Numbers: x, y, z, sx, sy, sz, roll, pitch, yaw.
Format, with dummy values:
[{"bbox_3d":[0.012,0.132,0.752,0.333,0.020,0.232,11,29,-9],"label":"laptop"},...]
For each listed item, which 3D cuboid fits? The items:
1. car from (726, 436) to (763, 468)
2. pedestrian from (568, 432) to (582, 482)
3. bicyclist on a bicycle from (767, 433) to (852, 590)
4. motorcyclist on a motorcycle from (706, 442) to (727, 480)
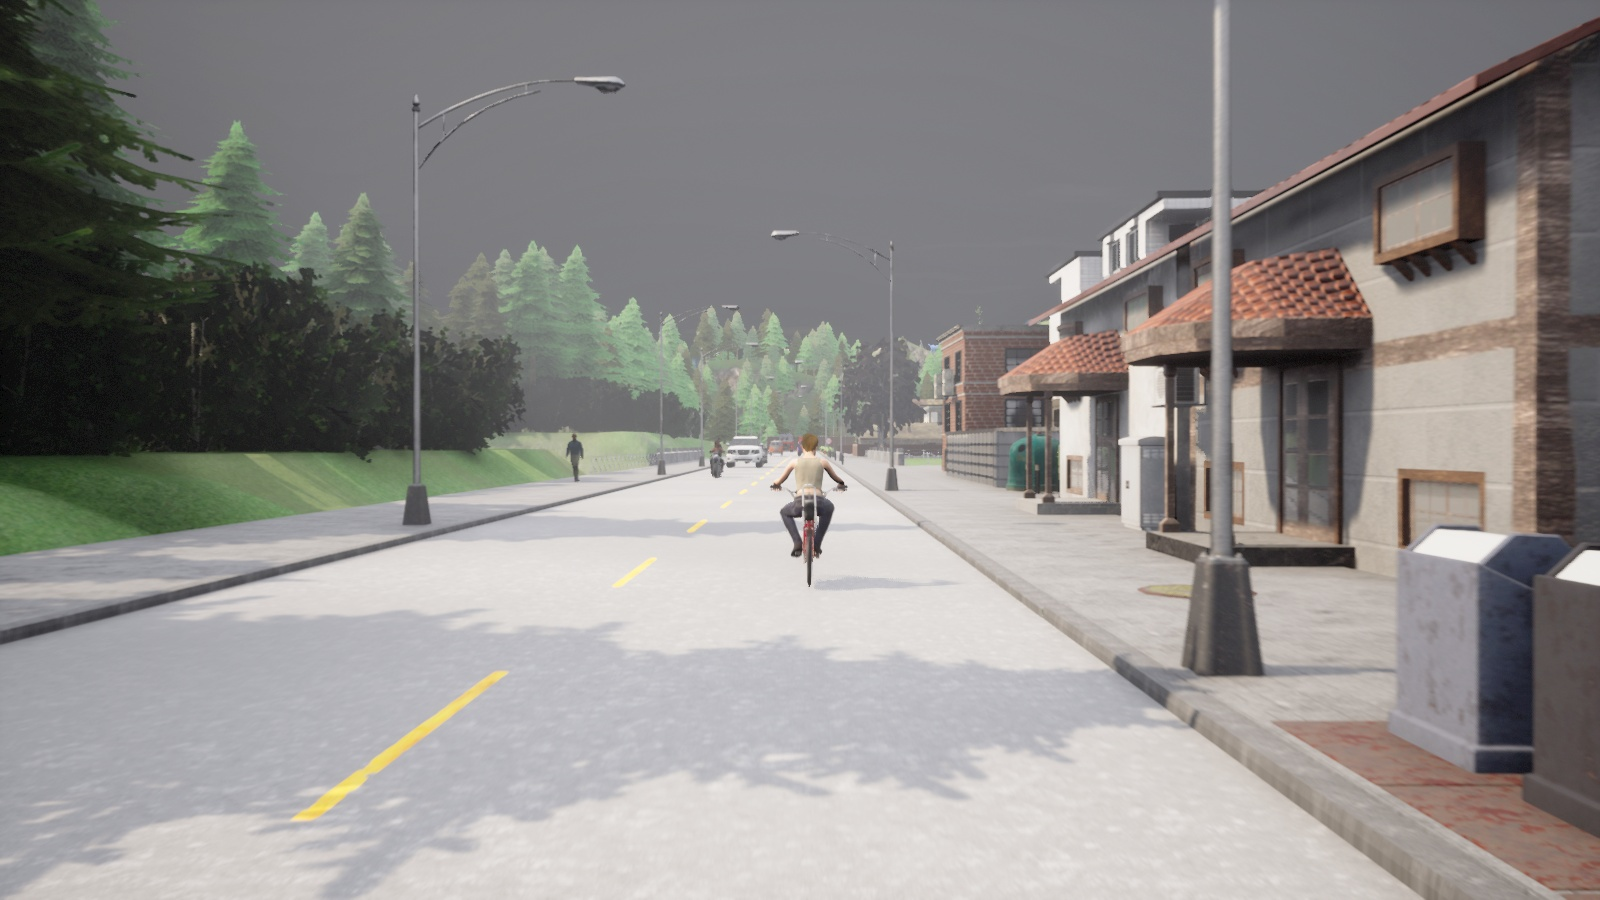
[{"bbox_3d":[-3.554,0.115,81.373,2.150,2.045,5.566,0,0,0],"label":"car"},{"bbox_3d":[-8.291,0.251,46.234,0.370,1.835,0.726,0,0,0],"label":"pedestrian"},{"bbox_3d":[0.098,0.625,13.608,0.866,1.612,1.509,0,0,0],"label":"bicyclist on a bicycle"},{"bbox_3d":[-3.685,0.457,55.500,0.766,1.649,2.350,0,0,0],"label":"motorcyclist on a motorcycle"}]
